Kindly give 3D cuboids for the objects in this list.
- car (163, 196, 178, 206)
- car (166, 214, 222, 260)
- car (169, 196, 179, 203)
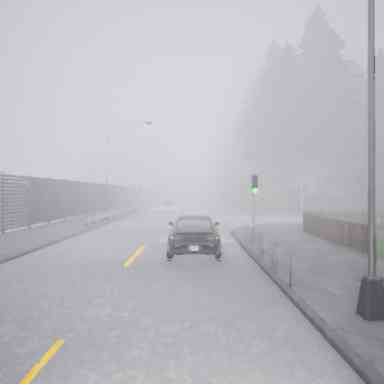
[{"bbox_3d":[-4.043,1.712,58.313,1.895,1.301,4.718,0,0,1],"label":"car"},{"bbox_3d":[0.076,1.550,12.429,1.812,1.442,4.674,0,0,0],"label":"car"},{"bbox_3d":[-3.994,1.642,73.875,1.837,1.490,4.892,0,0,0],"label":"car"}]
